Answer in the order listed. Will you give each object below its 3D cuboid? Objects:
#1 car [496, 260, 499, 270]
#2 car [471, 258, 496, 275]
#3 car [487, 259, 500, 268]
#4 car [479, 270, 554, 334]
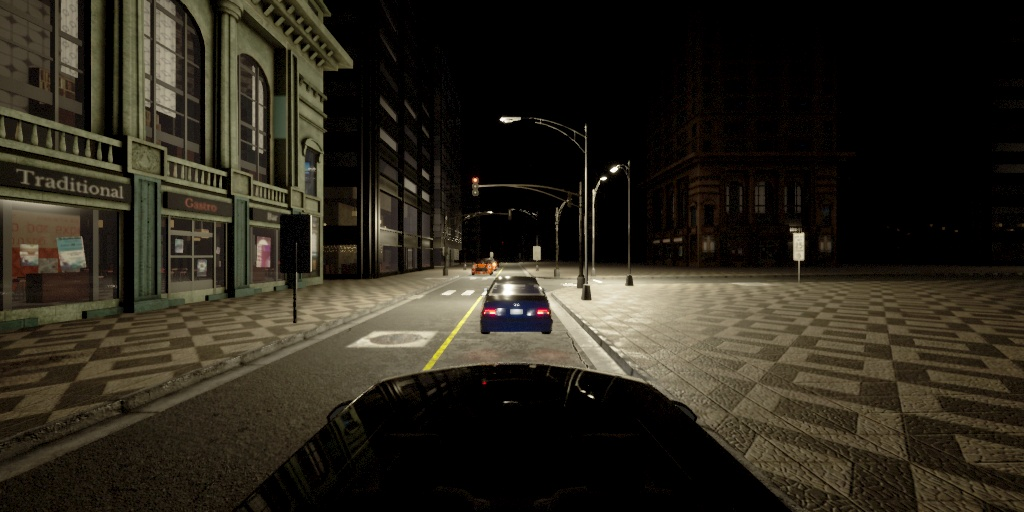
[{"bbox_3d":[-3.113,1.106,47.903,2.097,1.767,4.553,0,0,0],"label":"car"},{"bbox_3d":[-3.089,1.103,38.160,2.097,1.767,4.553,0,0,-1],"label":"car"},{"bbox_3d":[-3.097,1.305,60.659,2.033,1.411,5.357,0,0,0],"label":"car"},{"bbox_3d":[0.096,1.297,10.547,2.033,1.411,5.357,0,0,0],"label":"car"}]
